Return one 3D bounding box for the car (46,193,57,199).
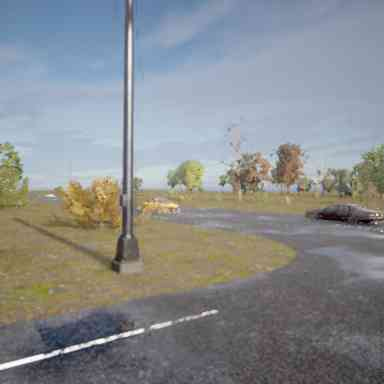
[{"bbox_3d":[-31.323,0.856,73.928,1.895,1.301,4.718,0,1,-29],"label":"car"}]

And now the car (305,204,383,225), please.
[{"bbox_3d":[11.038,1.560,24.432,2.033,1.411,5.357,0,1,-35],"label":"car"}]

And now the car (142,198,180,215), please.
[{"bbox_3d":[-3.093,1.339,32.320,1.882,1.535,5.008,0,1,-35],"label":"car"}]
